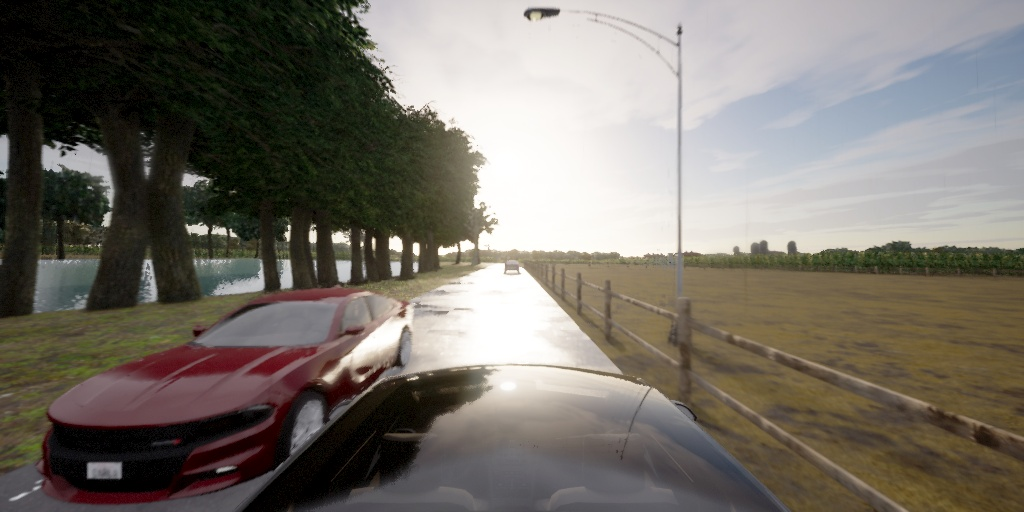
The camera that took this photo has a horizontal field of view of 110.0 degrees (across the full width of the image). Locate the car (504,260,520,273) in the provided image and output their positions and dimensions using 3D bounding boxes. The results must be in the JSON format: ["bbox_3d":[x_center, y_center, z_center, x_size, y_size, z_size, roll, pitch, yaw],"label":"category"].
[{"bbox_3d":[-0.005,1.280,44.078,1.882,1.535,5.008,0,0,0],"label":"car"}]

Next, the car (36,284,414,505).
[{"bbox_3d":[-2.837,1.225,5.000,1.882,1.535,5.008,0,0,0],"label":"car"}]
